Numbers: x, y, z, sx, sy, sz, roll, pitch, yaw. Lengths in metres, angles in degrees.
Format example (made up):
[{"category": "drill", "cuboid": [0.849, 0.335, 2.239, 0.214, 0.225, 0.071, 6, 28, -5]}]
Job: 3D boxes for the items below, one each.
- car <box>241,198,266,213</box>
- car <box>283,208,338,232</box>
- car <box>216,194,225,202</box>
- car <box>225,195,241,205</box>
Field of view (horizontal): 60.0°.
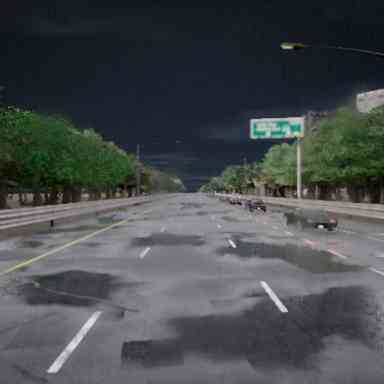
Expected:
[{"category": "car", "cuboid": [7.059, 1.487, 37.427, 1.837, 1.490, 4.892, 0, 0, 0]}, {"category": "car", "cuboid": [7.015, 1.597, 20.288, 1.895, 1.301, 4.718, 0, 0, 0]}, {"category": "car", "cuboid": [7.161, 1.476, 74.837, 2.128, 1.511, 4.902, 0, 0, 0]}, {"category": "car", "cuboid": [7.109, 1.566, 55.876, 1.895, 1.301, 4.718, 0, 0, 0]}]
